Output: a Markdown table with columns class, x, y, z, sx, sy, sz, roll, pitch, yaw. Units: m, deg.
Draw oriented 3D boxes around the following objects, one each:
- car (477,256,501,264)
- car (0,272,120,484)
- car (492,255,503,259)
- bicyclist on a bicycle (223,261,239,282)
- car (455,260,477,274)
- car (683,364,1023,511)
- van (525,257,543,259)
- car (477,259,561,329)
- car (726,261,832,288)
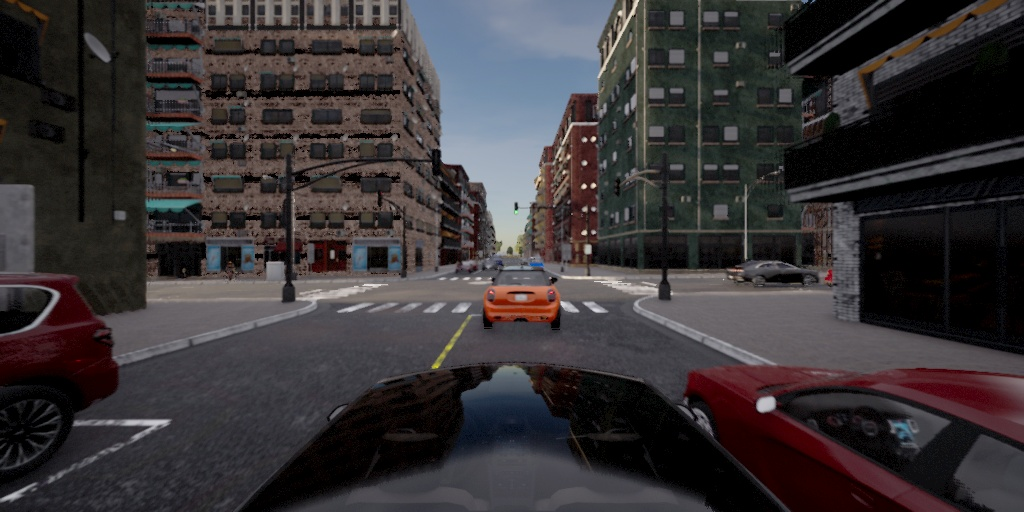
| class | x | y | z | sx | sy | sz | roll | pitch | yaw |
| --- | --- | --- | --- | --- | --- | --- | --- | --- | --- |
| car | -2.821 | 1.140 | 45.612 | 2.128 | 1.511 | 4.902 | 0 | 0 | 0 |
| car | -5.315 | 1.065 | 1.851 | 2.192 | 1.841 | 5.009 | 0 | 0 | 0 |
| car | -2.759 | 0.823 | 63.234 | 2.150 | 2.045 | 5.566 | 0 | 0 | 1 |
| bicyclist on a bicycle | -22.719 | 1.234 | 29.009 | 0.582 | 1.620 | 1.656 | -1 | 0 | 0 |
| car | -5.268 | 1.245 | 40.055 | 1.802 | 1.307 | 4.207 | 0 | 0 | 0 |
| car | 2.565 | 1.295 | 1.848 | 1.888 | 1.381 | 4.507 | 0 | 0 | 0 |
| van | 2.580 | 1.004 | 39.891 | 1.690 | 1.789 | 3.998 | 0 | 0 | 0 |
| car | 0.377 | 1.082 | 11.337 | 2.097 | 1.767 | 4.553 | 0 | 0 | 4 |
| car | 15.214 | 1.011 | 21.004 | 4.902 | 1.511 | 2.128 | -1 | 0 | -1 |
